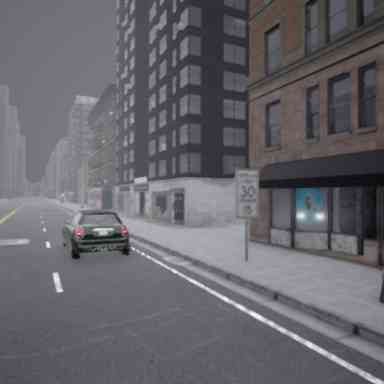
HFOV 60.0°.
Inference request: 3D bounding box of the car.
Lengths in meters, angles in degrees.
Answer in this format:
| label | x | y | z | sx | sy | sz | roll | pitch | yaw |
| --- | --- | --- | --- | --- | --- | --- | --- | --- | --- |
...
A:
| label | x | y | z | sx | sy | sz | roll | pitch | yaw |
| --- | --- | --- | --- | --- | --- | --- | --- | --- | --- |
| car | -4.064 | 1.514 | 13.745 | 2.097 | 1.767 | 4.553 | 0 | -1 | -25 |
